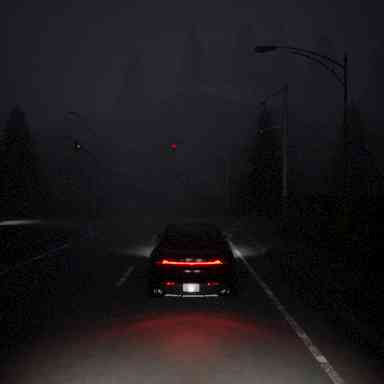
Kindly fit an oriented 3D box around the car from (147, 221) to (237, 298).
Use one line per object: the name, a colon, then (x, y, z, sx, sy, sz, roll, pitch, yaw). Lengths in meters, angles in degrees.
car: (0.025, 1.505, 8.514, 1.837, 1.490, 4.892, 0, 0, 1)
